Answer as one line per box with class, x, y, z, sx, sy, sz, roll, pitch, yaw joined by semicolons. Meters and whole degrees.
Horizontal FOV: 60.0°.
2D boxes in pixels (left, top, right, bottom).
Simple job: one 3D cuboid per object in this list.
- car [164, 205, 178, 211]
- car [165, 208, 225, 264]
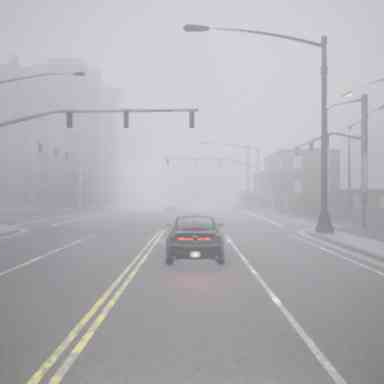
car;-3.562;3.257;57.983;2.150;2.045;5.566;0;-12;1
car;0.096;1.527;11.820;1.837;1.490;4.892;0;0;0
